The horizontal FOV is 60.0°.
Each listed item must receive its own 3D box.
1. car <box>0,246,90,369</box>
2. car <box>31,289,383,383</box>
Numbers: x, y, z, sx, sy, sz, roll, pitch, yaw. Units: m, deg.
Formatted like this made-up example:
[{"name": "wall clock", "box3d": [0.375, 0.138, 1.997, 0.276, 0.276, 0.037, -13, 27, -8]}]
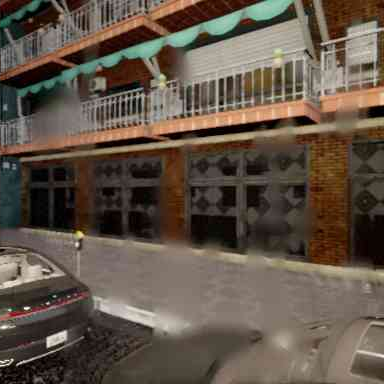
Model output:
[{"name": "car", "box3d": [-3.415, 1.545, 5.310, 4.403, 1.369, 2.008, 0, 0, 35]}, {"name": "car", "box3d": [1.195, 1.551, 2.022, 4.403, 1.369, 2.008, 0, 0, 35]}]
